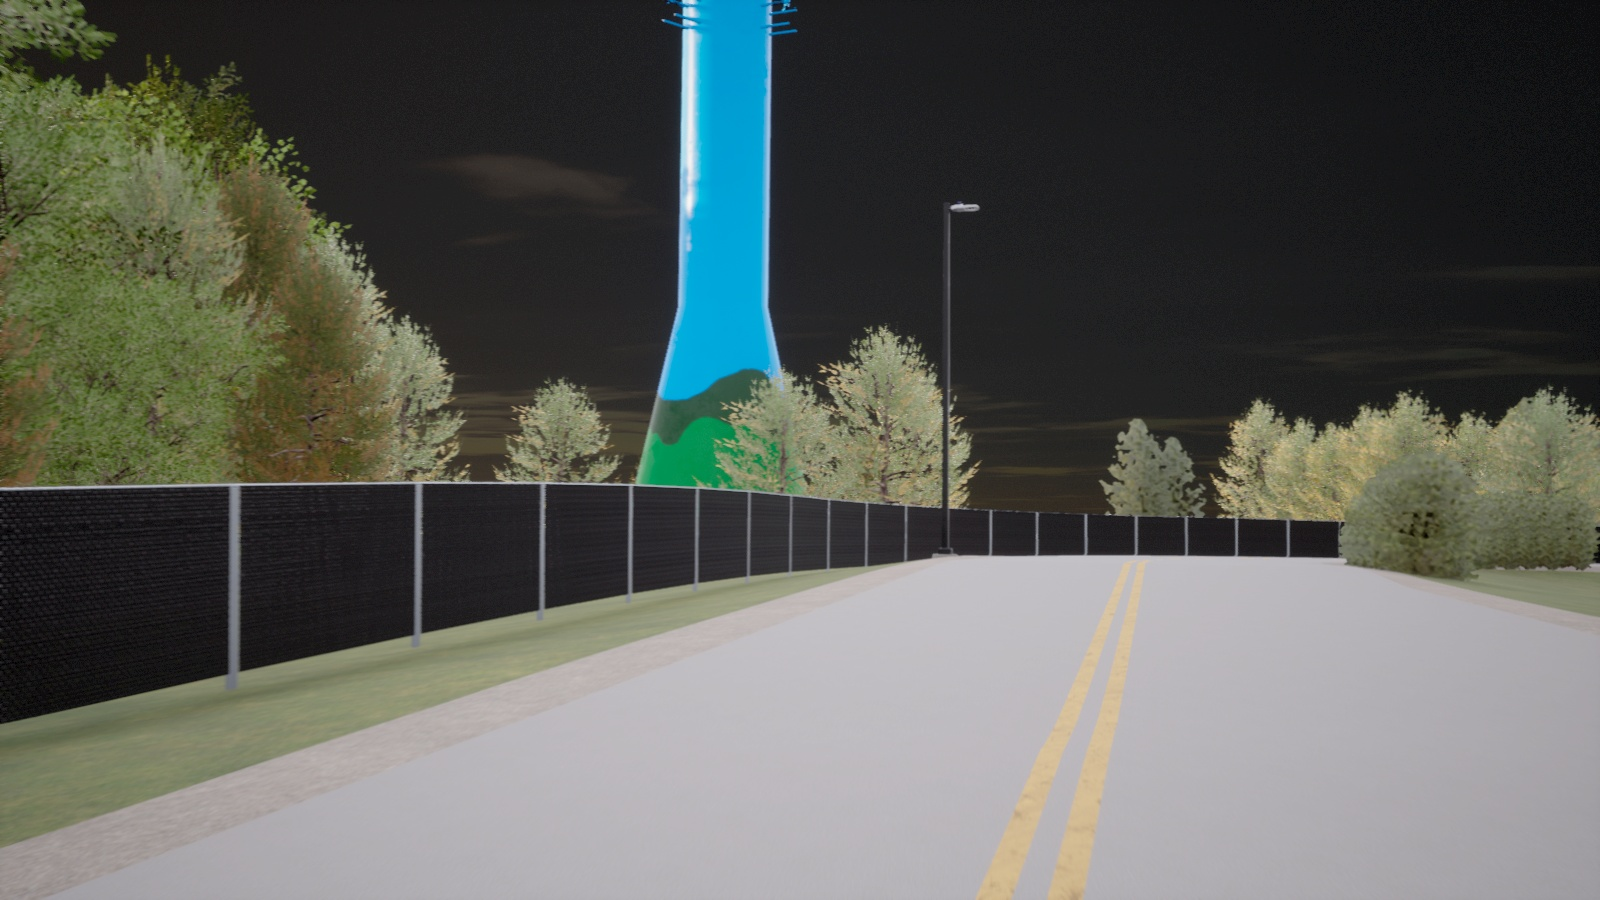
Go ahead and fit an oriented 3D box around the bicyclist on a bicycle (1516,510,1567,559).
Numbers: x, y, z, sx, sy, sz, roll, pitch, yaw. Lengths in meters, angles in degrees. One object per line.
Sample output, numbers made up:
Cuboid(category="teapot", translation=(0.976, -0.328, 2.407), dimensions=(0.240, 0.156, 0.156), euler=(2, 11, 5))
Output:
Cuboid(category="bicyclist on a bicycle", translation=(27.342, 3.128, 46.295), dimensions=(1.843, 1.776, 0.659), euler=(2, -3, -23))
